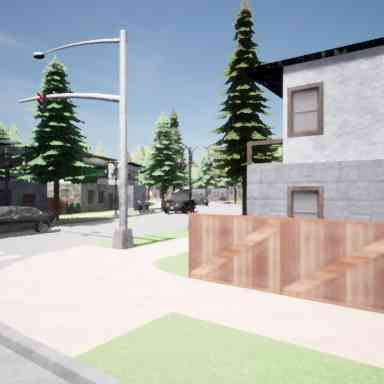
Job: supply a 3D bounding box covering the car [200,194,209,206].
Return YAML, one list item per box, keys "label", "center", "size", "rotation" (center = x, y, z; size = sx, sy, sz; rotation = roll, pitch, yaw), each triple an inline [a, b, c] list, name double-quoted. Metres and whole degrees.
- label: "car"
  center: [1.418, 1.297, 53.240]
  size: [2.150, 2.045, 5.566]
  rotation: [0, 0, -2]

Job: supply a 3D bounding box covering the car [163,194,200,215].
- label: "car"
  center: [-1.172, 1.193, 34.544]
  size: [2.150, 2.045, 5.566]
  rotation: [0, 0, 16]

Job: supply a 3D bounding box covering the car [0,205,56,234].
- label: "car"
  center: [-9.411, 1.479, 16.945]
  size: [1.837, 1.490, 4.892]
  rotation: [0, 0, 31]
